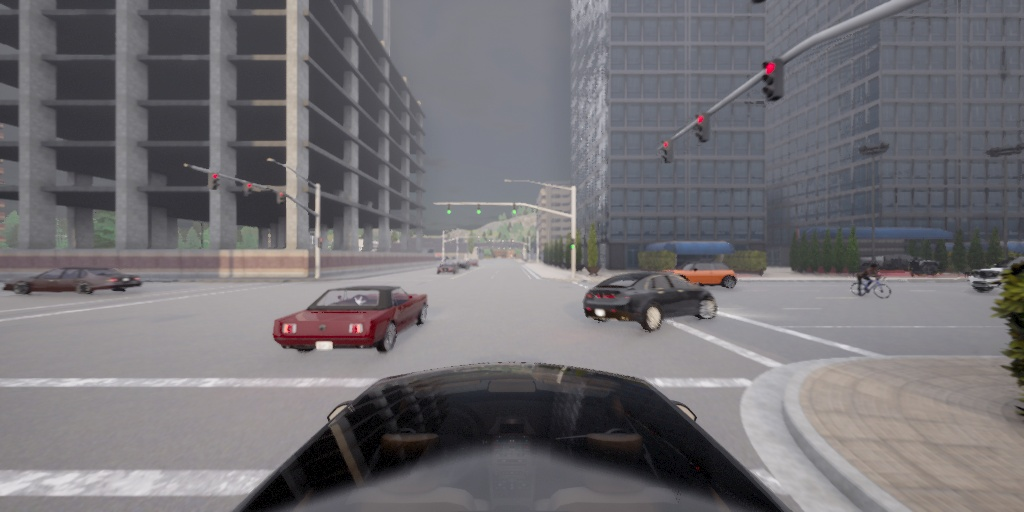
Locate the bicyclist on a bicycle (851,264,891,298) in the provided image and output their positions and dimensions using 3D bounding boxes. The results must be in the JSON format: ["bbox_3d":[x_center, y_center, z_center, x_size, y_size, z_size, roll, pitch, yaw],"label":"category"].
[{"bbox_3d":[17.626,1.221,17.624,0.582,1.620,1.656,0,0,-13],"label":"bicyclist on a bicycle"}]

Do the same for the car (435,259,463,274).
[{"bbox_3d":[-7.177,1.315,40.568,1.994,1.385,4.181,0,0,0],"label":"car"}]

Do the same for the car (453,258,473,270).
[{"bbox_3d":[-7.188,1.354,51.487,1.895,1.301,4.718,0,0,0],"label":"car"}]

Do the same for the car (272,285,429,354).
[{"bbox_3d":[-3.422,1.349,8.767,1.895,1.301,4.718,0,0,0],"label":"car"}]

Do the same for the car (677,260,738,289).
[{"bbox_3d":[11.451,1.117,22.542,4.553,1.767,2.097,0,0,-1],"label":"car"}]

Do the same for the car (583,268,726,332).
[{"bbox_3d":[4.307,1.261,10.951,4.892,1.490,1.837,0,-3,-36],"label":"car"}]

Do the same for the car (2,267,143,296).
[{"bbox_3d":[-22.647,1.281,18.650,5.357,1.411,2.033,0,0,-2],"label":"car"}]

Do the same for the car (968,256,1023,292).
[{"bbox_3d":[28.166,0.999,19.197,5.566,2.045,2.150,0,0,0],"label":"car"}]
